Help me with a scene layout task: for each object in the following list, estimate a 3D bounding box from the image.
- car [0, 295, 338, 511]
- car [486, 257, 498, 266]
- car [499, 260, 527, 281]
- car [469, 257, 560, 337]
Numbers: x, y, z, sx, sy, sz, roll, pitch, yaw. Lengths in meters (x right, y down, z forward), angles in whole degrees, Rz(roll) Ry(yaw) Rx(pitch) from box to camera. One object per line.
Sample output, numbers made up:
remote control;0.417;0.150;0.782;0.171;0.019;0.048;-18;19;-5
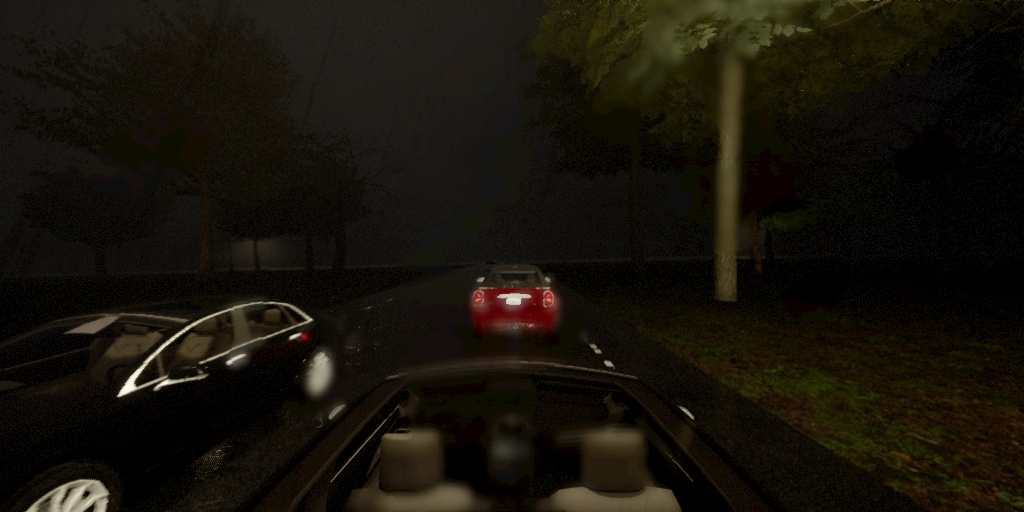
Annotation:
car;-3.596;1.239;3.612;1.837;1.490;4.892;0;0;0
car;-3.530;0.882;63.146;1.837;1.490;4.892;0;1;1
car;0.094;1.090;28.721;2.033;1.411;5.357;0;0;0
car;0.072;1.029;10.146;2.097;1.767;4.553;0;0;0
